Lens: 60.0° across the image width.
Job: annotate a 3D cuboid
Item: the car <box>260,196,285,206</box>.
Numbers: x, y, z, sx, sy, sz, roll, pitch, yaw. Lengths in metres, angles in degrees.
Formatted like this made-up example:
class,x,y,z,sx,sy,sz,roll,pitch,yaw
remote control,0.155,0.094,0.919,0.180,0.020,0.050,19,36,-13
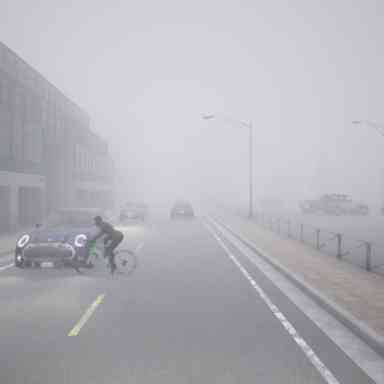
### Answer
class,x,y,z,sx,sy,sz,roll,pitch,yaw
car,12.197,1.389,50.481,3.633,1.501,1.845,0,0,-2

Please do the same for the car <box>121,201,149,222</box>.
class,x,y,z,sx,sy,sz,roll,pitch,yaw
car,-4.440,1.492,26.100,2.128,1.511,4.902,0,0,-2

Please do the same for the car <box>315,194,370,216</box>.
class,x,y,z,sx,sy,sz,roll,pitch,yaw
car,13.217,1.092,29.014,3.866,1.878,1.905,0,0,-2

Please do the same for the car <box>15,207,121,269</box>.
class,x,y,z,sx,sy,sz,roll,pitch,yaw
car,-3.939,1.354,11.106,2.097,1.767,4.553,0,0,-2

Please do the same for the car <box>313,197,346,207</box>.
class,x,y,z,sx,sy,sz,roll,pitch,yaw
car,19.716,1.399,47.760,3.806,1.475,1.970,0,0,-2

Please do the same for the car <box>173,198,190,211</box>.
class,x,y,z,sx,sy,sz,roll,pitch,yaw
car,-1.330,1.547,42.454,2.033,1.411,5.357,0,0,-2

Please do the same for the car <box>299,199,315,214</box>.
class,x,y,z,sx,sy,sz,roll,pitch,yaw
car,12.704,1.113,31.903,4.605,1.855,1.932,0,0,-2

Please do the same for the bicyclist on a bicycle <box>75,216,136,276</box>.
class,x,y,z,sx,sy,sz,roll,pitch,yaw
bicyclist on a bicycle,-2.330,1.454,8.928,1.656,1.620,0.582,-2,0,-2

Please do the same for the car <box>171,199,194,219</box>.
class,x,y,z,sx,sy,sz,roll,pitch,yaw
car,-0.864,1.564,29.311,1.994,1.385,4.181,0,0,-2
